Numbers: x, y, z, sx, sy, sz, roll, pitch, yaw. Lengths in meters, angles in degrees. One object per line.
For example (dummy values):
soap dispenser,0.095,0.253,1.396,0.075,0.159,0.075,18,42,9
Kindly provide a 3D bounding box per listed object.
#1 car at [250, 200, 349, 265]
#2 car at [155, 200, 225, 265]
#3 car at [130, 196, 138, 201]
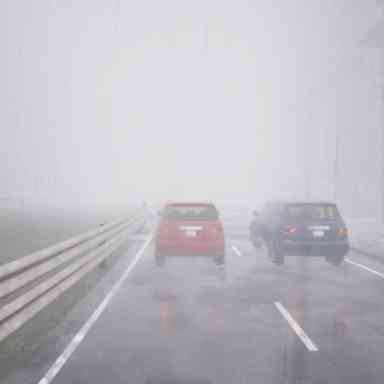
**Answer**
car,3.602,1.287,12.134,2.150,2.045,5.566,0,0,0
car,-0.130,1.285,12.079,2.150,2.045,5.566,0,0,-2
car,-16.161,1.859,92.879,1.895,1.301,4.718,0,0,-16
